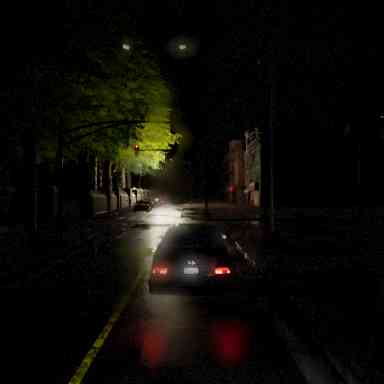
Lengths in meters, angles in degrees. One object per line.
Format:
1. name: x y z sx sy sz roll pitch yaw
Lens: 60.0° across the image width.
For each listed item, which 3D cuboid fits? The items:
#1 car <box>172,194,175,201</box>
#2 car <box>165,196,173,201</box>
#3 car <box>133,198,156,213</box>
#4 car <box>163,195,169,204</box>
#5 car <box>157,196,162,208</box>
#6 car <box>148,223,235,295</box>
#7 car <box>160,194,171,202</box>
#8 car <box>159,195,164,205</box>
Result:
1. car: -6.079 1.615 83.281 1.967 1.590 4.097 1 0 -1
2. car: -6.139 1.728 88.562 1.752 1.417 4.829 1 0 -1
3. car: -5.617 1.583 37.997 2.008 1.369 4.403 1 0 -1
4. car: -5.845 1.667 61.482 1.802 1.307 4.206 1 0 -1
5. car: -5.667 1.595 45.132 2.008 1.369 4.403 1 0 -1
6. car: -0.004 1.551 8.852 2.033 1.411 5.357 0 0 0
7. car: -5.899 1.419 66.932 2.192 1.841 5.009 1 0 -1
8. car: -5.726 1.621 50.582 1.947 1.339 4.313 1 0 -1
